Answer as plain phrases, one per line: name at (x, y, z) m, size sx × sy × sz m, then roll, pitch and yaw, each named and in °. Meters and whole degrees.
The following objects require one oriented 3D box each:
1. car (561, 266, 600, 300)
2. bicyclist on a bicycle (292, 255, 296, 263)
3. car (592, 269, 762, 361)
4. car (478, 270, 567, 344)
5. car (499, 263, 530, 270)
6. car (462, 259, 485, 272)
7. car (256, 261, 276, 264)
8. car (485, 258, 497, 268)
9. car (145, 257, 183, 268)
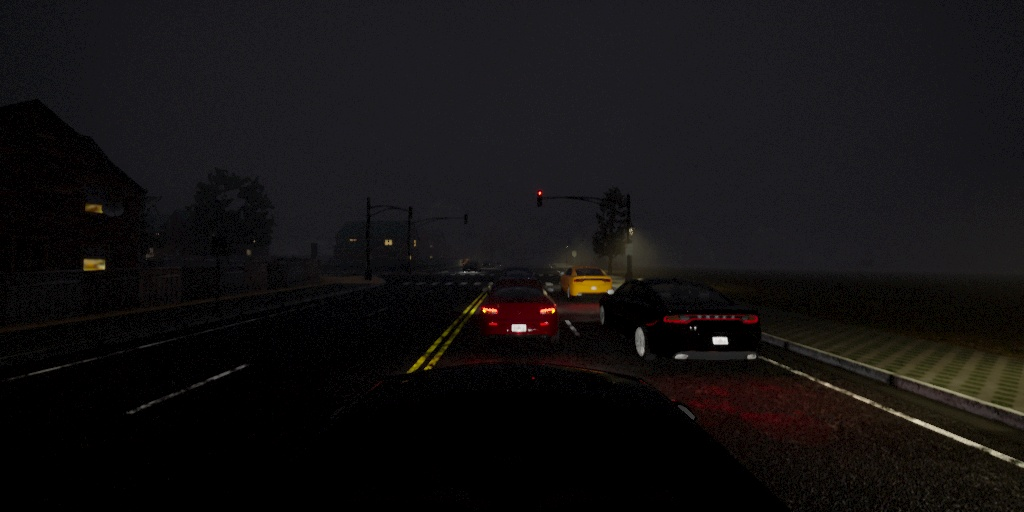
car at (3.532, 1.228, 17.768) m, size 1.882 × 1.535 × 5.008 m, roll 0°, pitch 0°, yaw 1°
bicyclist on a bicycle at (-24.251, 0.753, 39.935) m, size 0.582 × 1.620 × 1.656 m, roll 1°, pitch -1°, yaw 15°
car at (3.402, 1.226, 8.301) m, size 1.882 × 1.535 × 5.008 m, roll 0°, pitch 0°, yaw 0°
car at (0.163, 1.275, 9.475) m, size 1.812 × 1.442 × 4.674 m, roll 0°, pitch 0°, yaw 1°
car at (0.281, 1.277, 18.581) m, size 1.812 × 1.442 × 4.674 m, roll 0°, pitch 0°, yaw 0°
car at (-5.343, 1.337, 48.049) m, size 2.033 × 1.411 × 5.357 m, roll 0°, pitch 0°, yaw 3°
car at (-21.644, 0.879, 33.123) m, size 5.008 × 1.535 × 1.882 m, roll 1°, pitch -1°, yaw 16°
car at (-4.330, 1.299, 64.076) m, size 1.882 × 1.535 × 5.008 m, roll 0°, pitch 0°, yaw 4°
car at (-35.874, 0.768, 37.072) m, size 4.718 × 1.301 × 1.895 m, roll 1°, pitch -1°, yaw 16°
